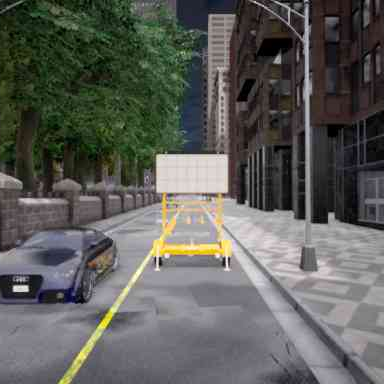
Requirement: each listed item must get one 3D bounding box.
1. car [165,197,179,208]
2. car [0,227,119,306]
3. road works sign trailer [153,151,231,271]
[{"bbox_3d":[-3.070,1.560,50.042,2.128,1.511,4.902,0,0,0],"label":"car"},{"bbox_3d":[-3.097,1.565,8.005,1.994,1.385,4.181,0,0,0],"label":"car"},{"bbox_3d":[0.006,0.467,10.918,2.380,3.560,2.880,0,0,0],"label":"road works sign trailer"}]
